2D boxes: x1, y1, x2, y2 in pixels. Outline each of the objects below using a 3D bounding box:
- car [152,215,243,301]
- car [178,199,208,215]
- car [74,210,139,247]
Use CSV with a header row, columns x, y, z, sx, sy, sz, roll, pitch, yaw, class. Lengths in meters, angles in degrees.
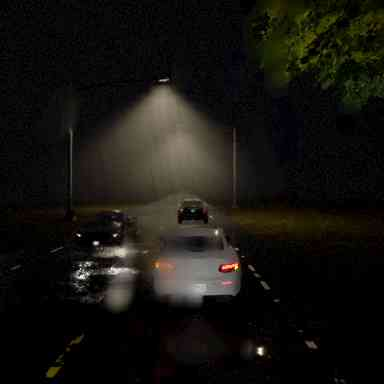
x,y,z,sx,sy,sz,roll,pitch,yaw,class
0.103,1.524,8.181,1.812,1.442,4.674,0,0,0,car
0.059,1.300,24.793,2.097,1.767,4.553,0,0,0,car
-3.607,1.537,15.159,2.033,1.411,5.357,0,0,0,car
